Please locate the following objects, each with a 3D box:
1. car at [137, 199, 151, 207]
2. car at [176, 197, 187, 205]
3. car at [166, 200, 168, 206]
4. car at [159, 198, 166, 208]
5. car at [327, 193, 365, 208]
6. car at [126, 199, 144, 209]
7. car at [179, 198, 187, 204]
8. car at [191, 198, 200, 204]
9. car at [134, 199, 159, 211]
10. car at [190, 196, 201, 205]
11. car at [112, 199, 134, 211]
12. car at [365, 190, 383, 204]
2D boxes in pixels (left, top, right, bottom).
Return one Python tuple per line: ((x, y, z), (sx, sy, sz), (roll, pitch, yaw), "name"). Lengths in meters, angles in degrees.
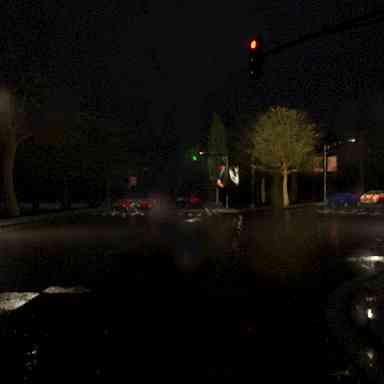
((-9.077, 2.059, 63.120), (1.895, 1.301, 4.718), (0, -1, 1), "car")
((-2.462, 1.953, 73.888), (2.097, 1.767, 4.553), (0, -1, 1), "car")
((-5.810, 1.984, 64.715), (1.837, 1.490, 4.892), (0, -1, 1), "car")
((-5.927, 1.899, 54.470), (2.033, 1.411, 5.357), (0, -1, 1), "car")
((16.402, 0.869, 35.928), (5.008, 1.535, 1.882), (-1, 1, -42), "car")
((-9.185, 1.838, 54.086), (2.128, 1.511, 4.902), (0, -1, 1), "car")
((-2.355, 2.210, 83.943), (1.837, 1.490, 4.892), (0, -1, 1), "car")
((0.895, 2.250, 83.908), (2.033, 1.411, 5.357), (0, -1, 1), "car")
((-6.026, 1.719, 44.547), (1.882, 1.535, 5.008), (0, -1, 1), "car")
((0.784, 1.819, 73.523), (2.150, 2.045, 5.566), (0, -1, 1), "car")
((-9.275, 1.719, 44.582), (1.882, 1.535, 5.008), (0, -1, 1), "car")
((23.171, 0.592, 42.183), (4.553, 1.767, 2.097), (-1, 1, -42), "car")
